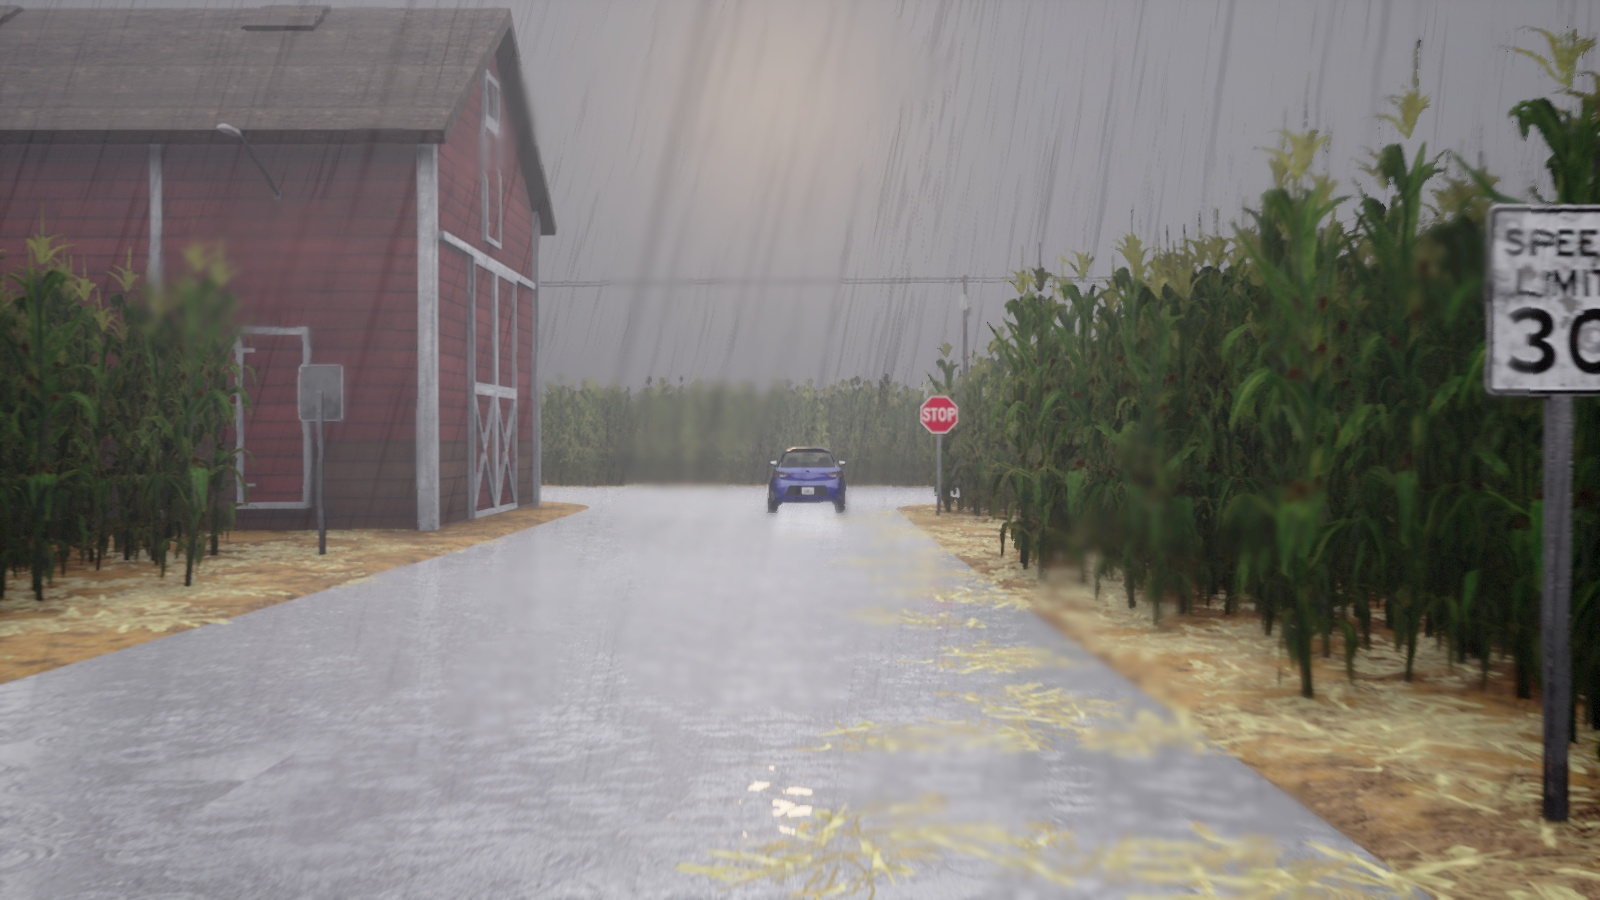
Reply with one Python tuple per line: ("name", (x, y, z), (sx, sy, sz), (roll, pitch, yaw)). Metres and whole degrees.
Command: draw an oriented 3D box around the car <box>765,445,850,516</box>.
("car", (0.182, 0.646, 28.958), (1.816, 1.474, 4.193), (0, 1, 0))
